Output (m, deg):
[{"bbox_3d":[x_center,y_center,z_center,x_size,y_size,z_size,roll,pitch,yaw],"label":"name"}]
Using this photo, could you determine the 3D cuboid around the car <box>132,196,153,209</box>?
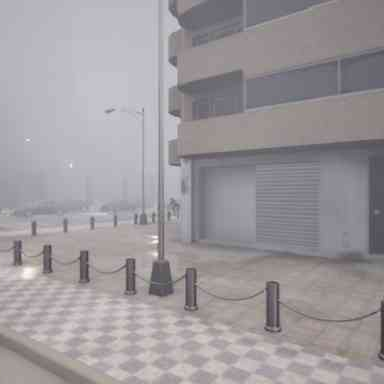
[{"bbox_3d":[-7.229,1.315,43.248,2.097,1.767,4.553,0,0,36],"label":"car"}]

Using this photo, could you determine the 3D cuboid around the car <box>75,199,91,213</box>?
[{"bbox_3d":[-13.097,1.467,35.165,1.837,1.490,4.892,0,0,36],"label":"car"}]

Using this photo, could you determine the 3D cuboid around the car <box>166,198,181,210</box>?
[{"bbox_3d":[-0.571,1.559,40.187,1.895,1.301,4.718,0,0,36],"label":"car"}]

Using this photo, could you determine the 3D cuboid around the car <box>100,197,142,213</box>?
[{"bbox_3d":[-7.969,1.524,36.275,1.994,1.385,4.181,0,0,36],"label":"car"}]

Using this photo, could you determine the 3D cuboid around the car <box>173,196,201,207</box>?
[{"bbox_3d":[-0.723,1.463,52.186,1.837,1.490,4.892,0,1,36],"label":"car"}]

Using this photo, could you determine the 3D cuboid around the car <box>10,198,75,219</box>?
[{"bbox_3d":[-13.203,1.451,29.059,2.128,1.511,4.902,0,0,36],"label":"car"}]

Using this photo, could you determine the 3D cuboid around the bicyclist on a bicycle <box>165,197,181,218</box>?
[{"bbox_3d":[-1.504,1.255,26.483,1.656,1.620,0.582,0,0,36],"label":"bicyclist on a bicycle"}]

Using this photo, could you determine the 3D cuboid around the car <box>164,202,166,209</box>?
[{"bbox_3d":[-2.111,1.524,44.345,1.994,1.385,4.181,0,0,36],"label":"car"}]

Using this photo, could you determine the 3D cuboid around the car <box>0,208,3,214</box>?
[{"bbox_3d":[-18.581,1.563,27.626,1.895,1.301,4.718,0,0,36],"label":"car"}]
